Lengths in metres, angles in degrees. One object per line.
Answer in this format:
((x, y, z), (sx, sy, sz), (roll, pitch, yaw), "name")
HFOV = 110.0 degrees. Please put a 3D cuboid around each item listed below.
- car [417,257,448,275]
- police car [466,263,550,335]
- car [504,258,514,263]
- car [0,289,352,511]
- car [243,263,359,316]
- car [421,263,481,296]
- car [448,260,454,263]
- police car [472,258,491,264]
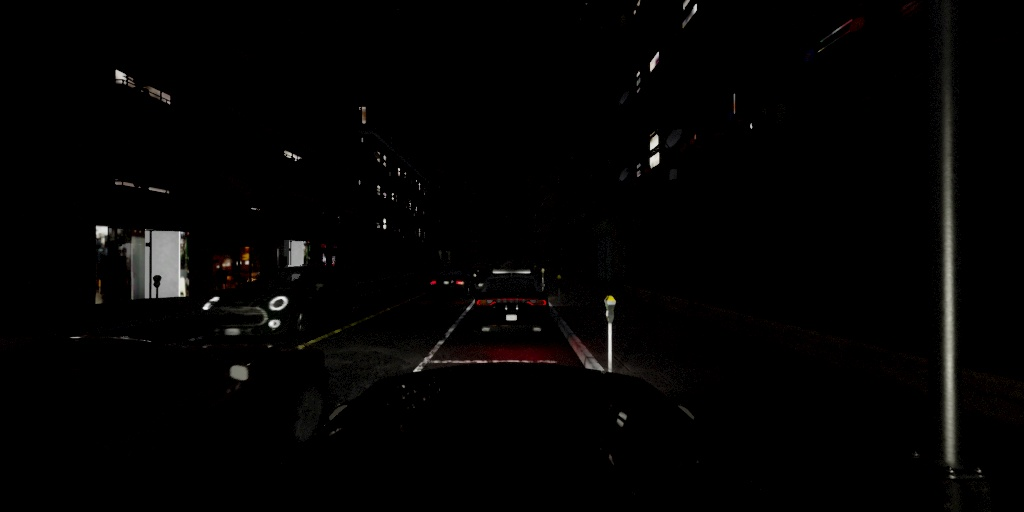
((-8.837, 1.064, 39.007), (2.192, 1.841, 5.009), (0, 0, 0), "car")
((-0.011, 1.175, 10.609), (1.930, 1.638, 5.238), (0, 0, 0), "police car")
((-0.456, 1.275, 39.173), (1.751, 1.417, 4.829), (0, 0, 0), "car")
((-3.044, 1.227, 2.126), (1.882, 1.535, 5.008), (0, 0, 0), "car")
((-6.246, 1.102, 10.262), (2.097, 1.767, 4.553), (0, 0, 0), "car")
((-3.044, 1.298, 19.114), (2.033, 1.411, 5.357), (0, 0, 0), "car")
((-8.837, 1.188, 44.643), (1.967, 1.591, 4.097), (0, 0, 0), "car")
((-3.145, 1.175, 35.963), (1.930, 1.638, 5.238), (0, 0, 0), "police car")
